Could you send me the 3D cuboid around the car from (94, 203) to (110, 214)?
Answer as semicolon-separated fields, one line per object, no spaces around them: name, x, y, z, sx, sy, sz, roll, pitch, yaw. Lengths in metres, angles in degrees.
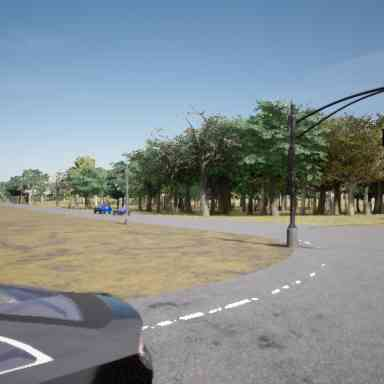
car;-17.590;3.260;65.381;2.150;2.045;5.566;1;-2;-33

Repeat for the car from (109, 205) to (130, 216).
car;-12.093;3.273;56.974;1.812;1.442;4.674;1;-2;-33

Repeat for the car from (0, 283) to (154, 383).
car;-2.596;1.491;2.063;4.902;1.511;2.128;0;0;-35
